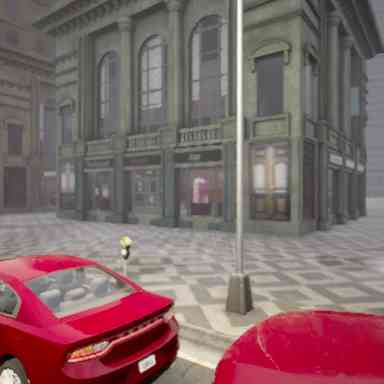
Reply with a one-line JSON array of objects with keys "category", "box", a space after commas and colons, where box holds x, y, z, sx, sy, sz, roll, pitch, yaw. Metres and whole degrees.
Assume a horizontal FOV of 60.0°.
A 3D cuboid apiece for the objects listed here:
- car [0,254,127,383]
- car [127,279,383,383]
[{"category": "car", "box": [-2.258, 1.551, 4.571, 4.507, 1.381, 1.887, 0, 0, 35]}, {"category": "car", "box": [2.330, 1.314, 1.298, 5.009, 1.841, 2.192, 0, 0, 35]}]
